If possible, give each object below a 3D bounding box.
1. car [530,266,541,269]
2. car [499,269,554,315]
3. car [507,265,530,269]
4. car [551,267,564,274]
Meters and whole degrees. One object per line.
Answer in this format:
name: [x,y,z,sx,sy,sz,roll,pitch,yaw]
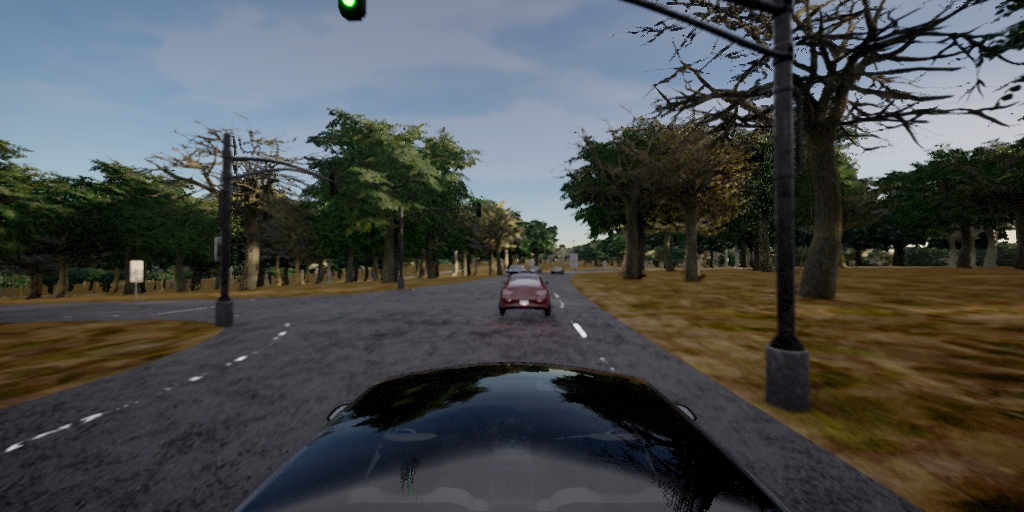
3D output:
car: [3.909,2.405,61.257,2.128,1.511,4.902,0,-1,14]
car: [0.528,1.409,14.159,1.812,1.442,4.674,0,-1,3]
car: [0.549,1.885,45.655,2.097,1.767,4.553,0,-1,11]
car: [8.053,2.542,63.352,1.994,1.385,4.181,0,-1,15]
